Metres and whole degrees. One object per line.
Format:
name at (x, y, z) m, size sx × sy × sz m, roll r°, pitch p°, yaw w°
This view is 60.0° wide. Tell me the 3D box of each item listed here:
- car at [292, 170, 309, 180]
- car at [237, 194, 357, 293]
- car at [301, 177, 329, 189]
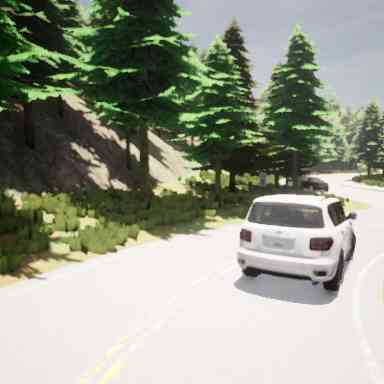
car at (19.036, -2.962, 58.152) m, size 1.882 × 1.535 × 5.008 m, roll 3°, pitch 6°, yaw 28°
car at (3.077, 1.086, 9.067) m, size 2.150 × 2.045 × 5.566 m, roll 3°, pitch 3°, yaw 30°
car at (14.033, -0.984, 38.572) m, size 1.882 × 1.535 × 5.008 m, roll -1°, pitch 6°, yaw -4°
